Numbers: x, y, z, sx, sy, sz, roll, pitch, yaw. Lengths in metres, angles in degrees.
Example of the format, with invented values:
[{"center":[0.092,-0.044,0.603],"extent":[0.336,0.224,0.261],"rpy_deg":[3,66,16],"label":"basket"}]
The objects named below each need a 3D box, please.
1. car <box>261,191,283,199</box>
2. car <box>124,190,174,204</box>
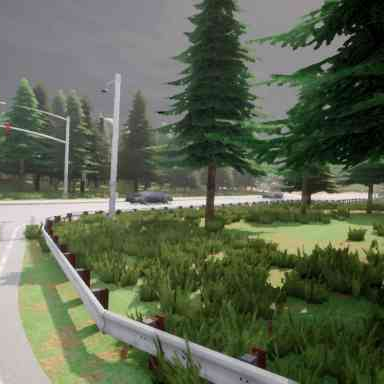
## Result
[{"center":[13.408,0.516,55.330],"extent":[2.033,1.411,5.357],"rpy_deg":[5,3,37],"label":"car"},{"center":[-4.126,0.541,33.132],"extent":[2.033,1.411,5.357],"rpy_deg":[5,3,39],"label":"car"}]
